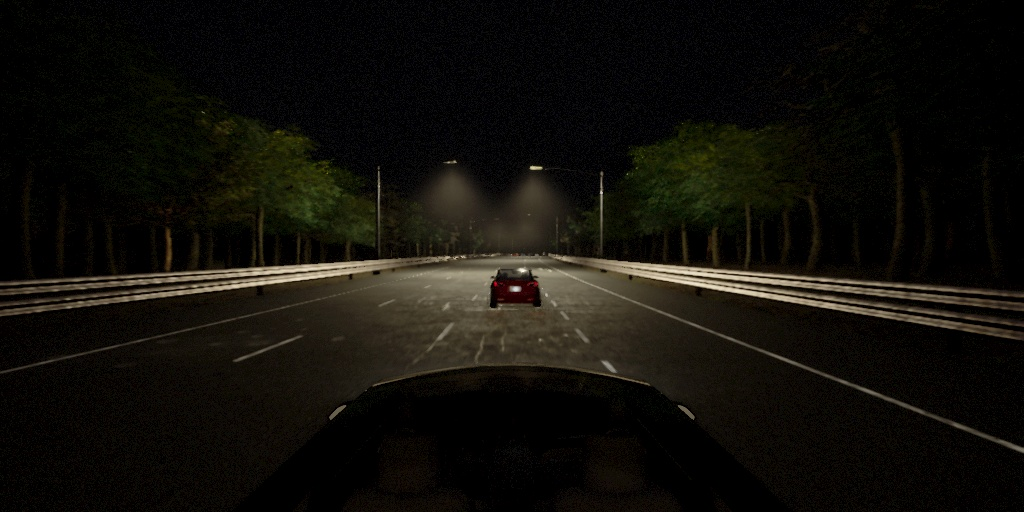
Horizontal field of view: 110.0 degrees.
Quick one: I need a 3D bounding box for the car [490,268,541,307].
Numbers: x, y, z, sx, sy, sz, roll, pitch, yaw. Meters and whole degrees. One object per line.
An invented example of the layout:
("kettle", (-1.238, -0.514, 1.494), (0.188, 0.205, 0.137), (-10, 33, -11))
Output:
("car", (0.115, 1.236, 15.466), (2.163, 1.488, 4.792), (0, 0, -1))
